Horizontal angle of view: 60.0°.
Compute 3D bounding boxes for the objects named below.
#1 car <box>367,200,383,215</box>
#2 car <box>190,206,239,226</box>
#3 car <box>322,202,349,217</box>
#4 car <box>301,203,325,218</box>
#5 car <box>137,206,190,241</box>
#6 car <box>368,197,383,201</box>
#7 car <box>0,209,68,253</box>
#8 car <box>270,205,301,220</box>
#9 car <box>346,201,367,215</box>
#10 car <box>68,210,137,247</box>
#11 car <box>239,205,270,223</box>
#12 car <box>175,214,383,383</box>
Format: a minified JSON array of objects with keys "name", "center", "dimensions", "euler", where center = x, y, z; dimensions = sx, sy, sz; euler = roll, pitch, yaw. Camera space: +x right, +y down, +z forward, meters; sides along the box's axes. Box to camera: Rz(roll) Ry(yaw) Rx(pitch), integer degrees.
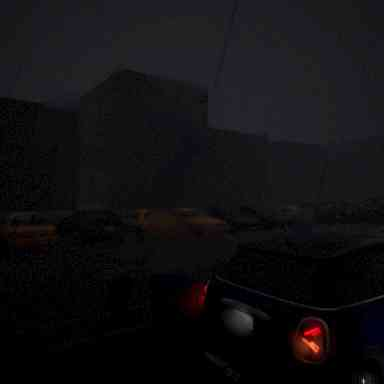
[{"name":"car","center":[13.233,1.716,28.269],"dimensions":[2.097,1.535,5.008],"euler":[1,0,-36]},{"name":"car","center":[-0.111,1.554,18.490],"dimensions":[1.946,1.575,5.366],"euler":[1,0,-36]},{"name":"car","center":[8.730,1.687,25.086],"dimensions":[2.163,1.488,4.792],"euler":[1,0,-36]},{"name":"car","center":[6.477,1.671,23.434],"dimensions":[2.002,1.452,4.674],"euler":[1,0,-36]},{"name":"car","center":[-2.573,1.532,17.182],"dimensions":[1.946,1.575,5.366],"euler":[1,0,-36]},{"name":"car","center":[17.698,1.527,31.509],"dimensions":[2.435,2.045,5.566],"euler":[1,0,-36]},{"name":"car","center":[-7.050,1.491,13.963],"dimensions":[1.946,1.575,5.366],"euler":[0,0,-36]},{"name":"car","center":[4.280,1.634,21.827],"dimensions":[2.163,1.488,4.792],"euler":[1,0,-36]},{"name":"car","center":[11.008,1.561,26.643],"dimensions":[2.185,1.767,4.553],"euler":[1,0,-36]},{"name":"car","center":[-4.719,1.544,15.446],"dimensions":[2.163,1.488,4.792],"euler":[1,0,-36]},{"name":"car","center":[2.040,1.610,20.223],"dimensions":[2.163,1.488,4.792],"euler":[1,0,-36]},{"name":"car","center":[2.271,1.386,4.752],"dimensions":[4.553,1.767,2.097],"euler":[1,0,-36]}]
